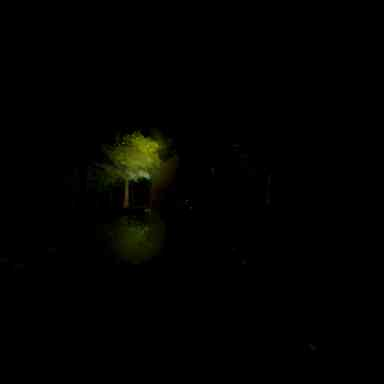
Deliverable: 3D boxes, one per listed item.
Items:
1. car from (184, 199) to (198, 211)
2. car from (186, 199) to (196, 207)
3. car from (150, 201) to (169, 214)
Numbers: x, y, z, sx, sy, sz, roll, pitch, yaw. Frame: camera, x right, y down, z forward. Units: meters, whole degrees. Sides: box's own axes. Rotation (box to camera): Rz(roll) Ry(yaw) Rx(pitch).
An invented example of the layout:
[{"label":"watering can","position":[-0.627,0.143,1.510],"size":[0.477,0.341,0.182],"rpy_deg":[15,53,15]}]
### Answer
[{"label":"car","position":[-0.135,1.850,47.079],"size":[1.837,1.490,4.892],"rpy_deg":[0,-1,0]},{"label":"car","position":[-0.233,2.072,65.067],"size":[1.882,1.535,5.008],"rpy_deg":[0,-1,0]},{"label":"car","position":[-3.782,1.785,39.882],"size":[1.812,1.442,4.674],"rpy_deg":[0,-1,0]}]
